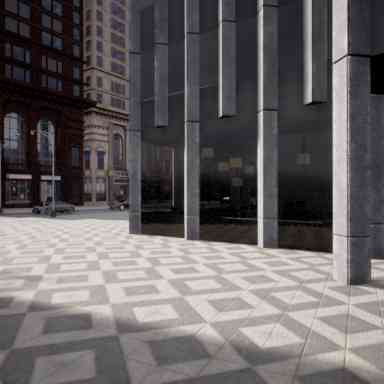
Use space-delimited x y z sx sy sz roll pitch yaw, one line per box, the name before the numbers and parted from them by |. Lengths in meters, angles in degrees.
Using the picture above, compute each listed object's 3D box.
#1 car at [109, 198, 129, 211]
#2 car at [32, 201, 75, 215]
car | -8.640 1.600 43.522 1.837 1.490 4.892 0 0 36
car | -14.601 1.630 35.197 1.994 1.385 4.181 0 0 36
